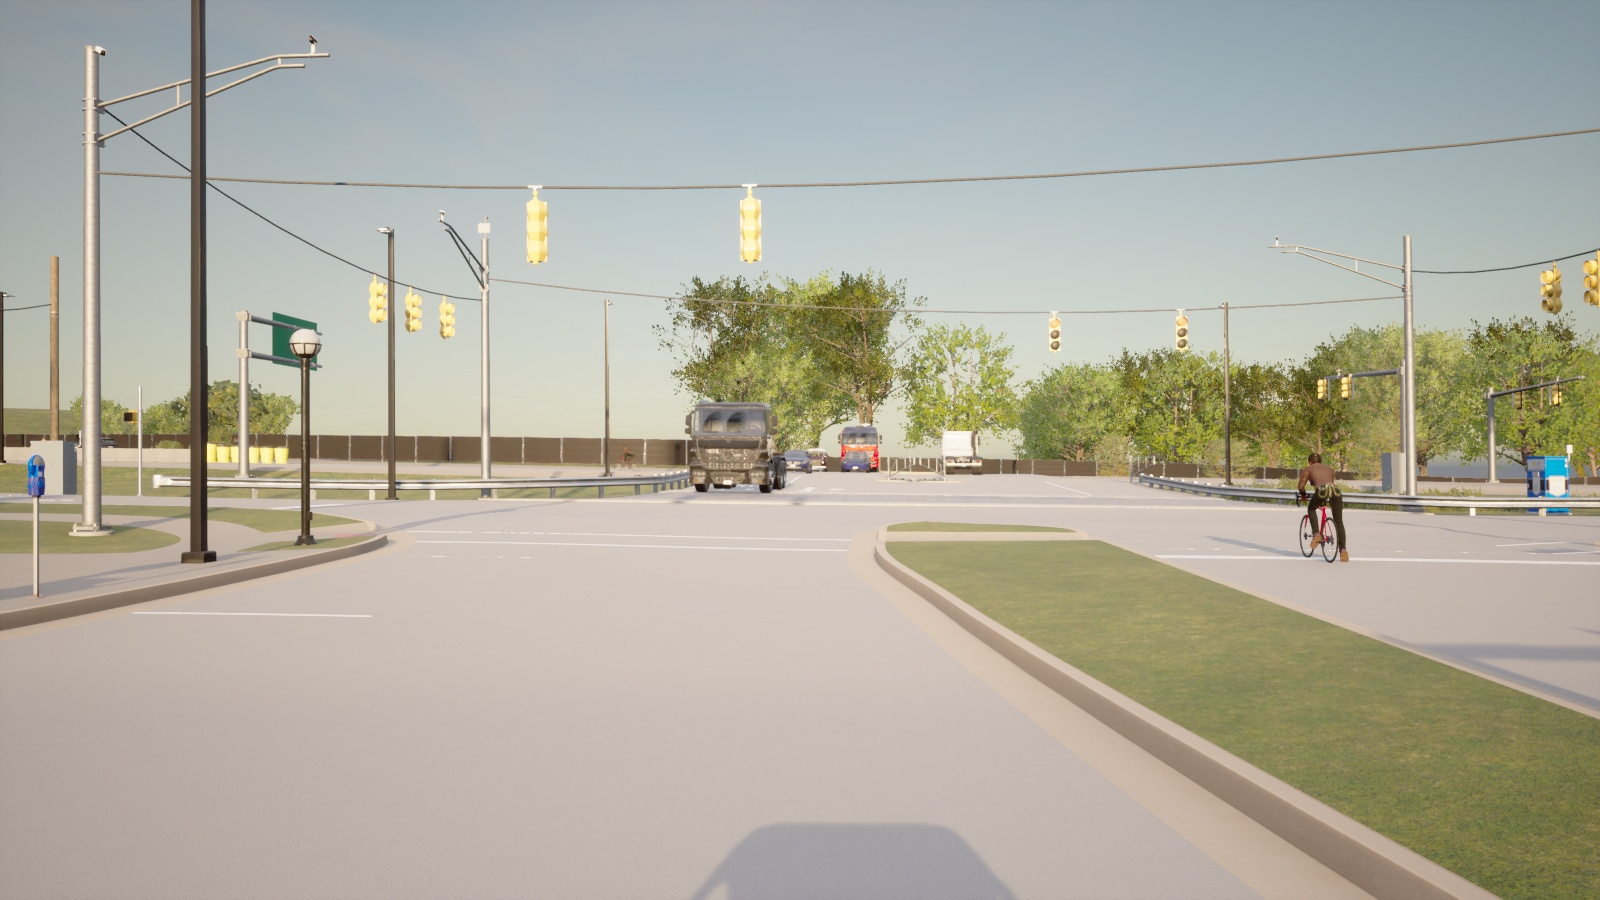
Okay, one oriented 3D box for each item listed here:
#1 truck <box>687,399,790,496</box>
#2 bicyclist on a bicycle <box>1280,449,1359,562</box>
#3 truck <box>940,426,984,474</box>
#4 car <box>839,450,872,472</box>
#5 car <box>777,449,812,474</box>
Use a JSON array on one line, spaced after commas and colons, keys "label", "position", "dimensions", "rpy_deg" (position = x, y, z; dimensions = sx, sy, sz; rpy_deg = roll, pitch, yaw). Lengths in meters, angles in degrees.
[{"label": "truck", "position": [-2.238, -0.128, 48.804], "dimensions": [2.891, 3.462, 7.936], "rpy_deg": [0, 1, 5]}, {"label": "bicyclist on a bicycle", "position": [7.829, 0.808, 18.989], "dimensions": [0.582, 1.620, 1.656], "rpy_deg": [0, 0, 4]}, {"label": "truck", "position": [12.236, 0.046, 95.492], "dimensions": [2.891, 3.462, 7.936], "rpy_deg": [0, -1, 5]}, {"label": "car", "position": [3.888, 0.791, 87.004], "dimensions": [2.163, 1.488, 4.792], "rpy_deg": [0, -1, 4]}, {"label": "car", "position": [-0.290, 0.717, 76.589], "dimensions": [1.812, 1.442, 4.674], "rpy_deg": [0, -1, 4]}]
